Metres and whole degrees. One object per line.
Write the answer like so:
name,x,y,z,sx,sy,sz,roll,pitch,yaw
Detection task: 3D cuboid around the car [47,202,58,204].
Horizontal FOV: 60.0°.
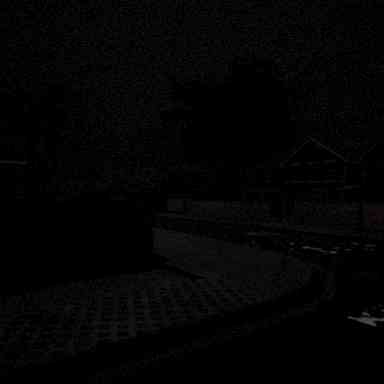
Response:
car,-19.477,2.157,46.916,2.033,1.411,5.357,1,-2,-42
